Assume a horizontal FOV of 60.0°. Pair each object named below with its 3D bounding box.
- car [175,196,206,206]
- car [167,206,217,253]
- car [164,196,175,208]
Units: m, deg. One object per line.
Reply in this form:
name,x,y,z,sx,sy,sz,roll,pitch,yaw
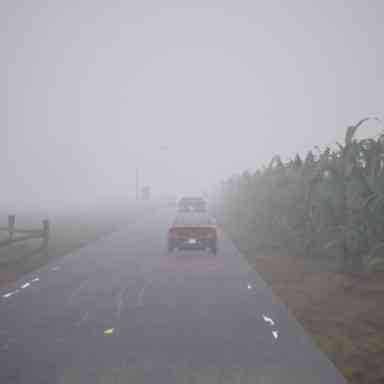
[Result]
car,0.007,1.377,27.523,2.150,2.045,5.566,0,0,0
car,0.026,1.599,14.234,1.882,1.535,5.008,0,0,0
car,-2.774,1.329,46.554,2.097,1.767,4.553,0,1,0
